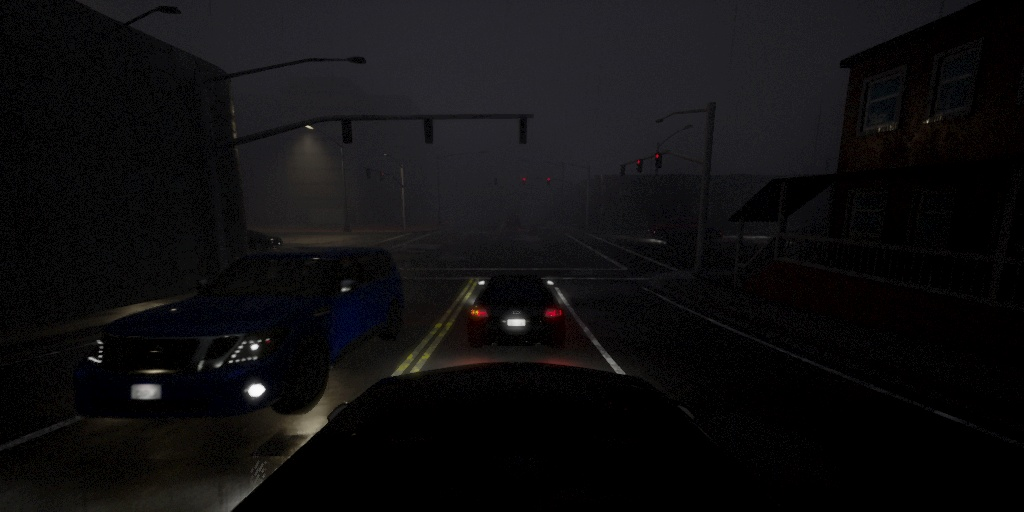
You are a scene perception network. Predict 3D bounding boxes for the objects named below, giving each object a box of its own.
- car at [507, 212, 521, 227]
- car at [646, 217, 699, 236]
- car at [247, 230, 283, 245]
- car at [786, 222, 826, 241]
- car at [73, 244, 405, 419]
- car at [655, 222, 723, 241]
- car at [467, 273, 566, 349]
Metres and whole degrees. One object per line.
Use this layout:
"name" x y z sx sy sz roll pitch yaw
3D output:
"car" 0.262 -5.480 55.031 2.097 1.767 4.553 0 8 1
"car" 16.999 -3.009 37.273 5.566 2.045 2.150 0 8 0
"car" -19.942 -1.185 26.977 4.892 1.490 1.837 0 8 1
"car" 27.641 -2.240 33.768 5.008 1.535 1.882 0 8 0
"car" -3.589 0.879 6.273 2.150 2.045 5.566 0 2 0
"car" 16.864 -2.177 33.860 5.357 1.411 2.033 0 8 0
"car" 0.099 1.091 8.682 1.994 1.385 4.181 0 3 0
